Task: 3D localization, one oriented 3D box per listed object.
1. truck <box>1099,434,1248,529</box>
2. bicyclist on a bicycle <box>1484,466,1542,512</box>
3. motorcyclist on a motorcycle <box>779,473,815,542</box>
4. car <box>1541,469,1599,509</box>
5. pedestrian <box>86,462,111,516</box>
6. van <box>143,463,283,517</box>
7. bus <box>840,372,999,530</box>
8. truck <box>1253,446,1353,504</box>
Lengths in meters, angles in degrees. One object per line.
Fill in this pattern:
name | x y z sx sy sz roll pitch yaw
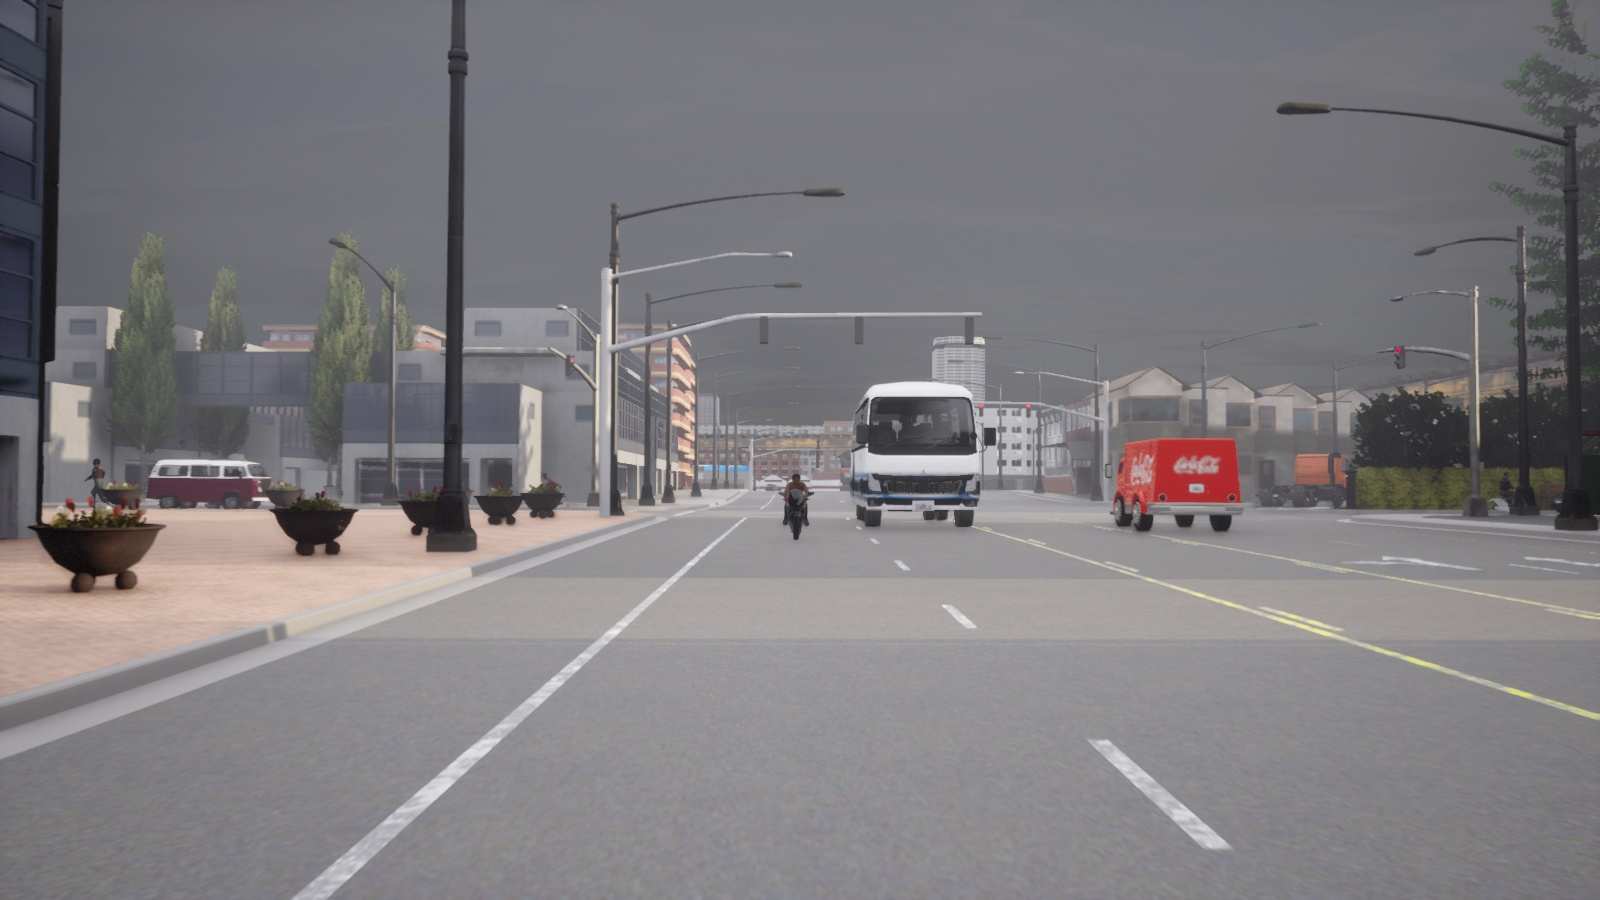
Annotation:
truck | 10.414 0.904 35.542 2.627 2.467 5.204 0 -2 0
bicyclist on a bicycle | 27.723 1.506 48.819 1.843 1.776 0.659 0 -2 0
motorcyclist on a motorcycle | -0.076 1.289 28.783 0.797 1.523 2.044 0 -1 0
car | 33.424 1.620 52.286 3.988 1.617 1.851 0 -2 0
pedestrian | -25.086 1.390 44.898 0.666 1.930 0.402 0 -2 -13
van | -22.883 1.572 49.095 4.480 2.038 2.069 0 -2 0
bus | 3.399 0.131 39.131 3.944 4.253 10.273 0 -1 0
truck | 31.690 1.587 78.979 7.936 3.462 2.891 2 -3 -45
